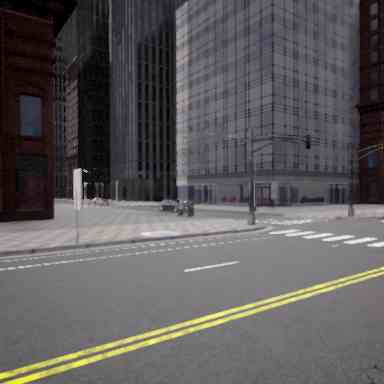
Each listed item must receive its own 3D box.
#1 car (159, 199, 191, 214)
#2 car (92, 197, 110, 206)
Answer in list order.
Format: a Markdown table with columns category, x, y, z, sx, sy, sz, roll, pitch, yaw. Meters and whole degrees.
| category | x | y | z | sx | sy | sz | roll | pitch | yaw |
| --- | --- | --- | --- | --- | --- | --- | --- | --- | --- |
| car | -1.884 | 1.529 | 36.423 | 1.837 | 1.490 | 4.892 | -1 | 0 | -35 |
| car | -15.371 | 1.608 | 55.776 | 1.812 | 1.442 | 4.674 | -1 | 0 | -34 |
